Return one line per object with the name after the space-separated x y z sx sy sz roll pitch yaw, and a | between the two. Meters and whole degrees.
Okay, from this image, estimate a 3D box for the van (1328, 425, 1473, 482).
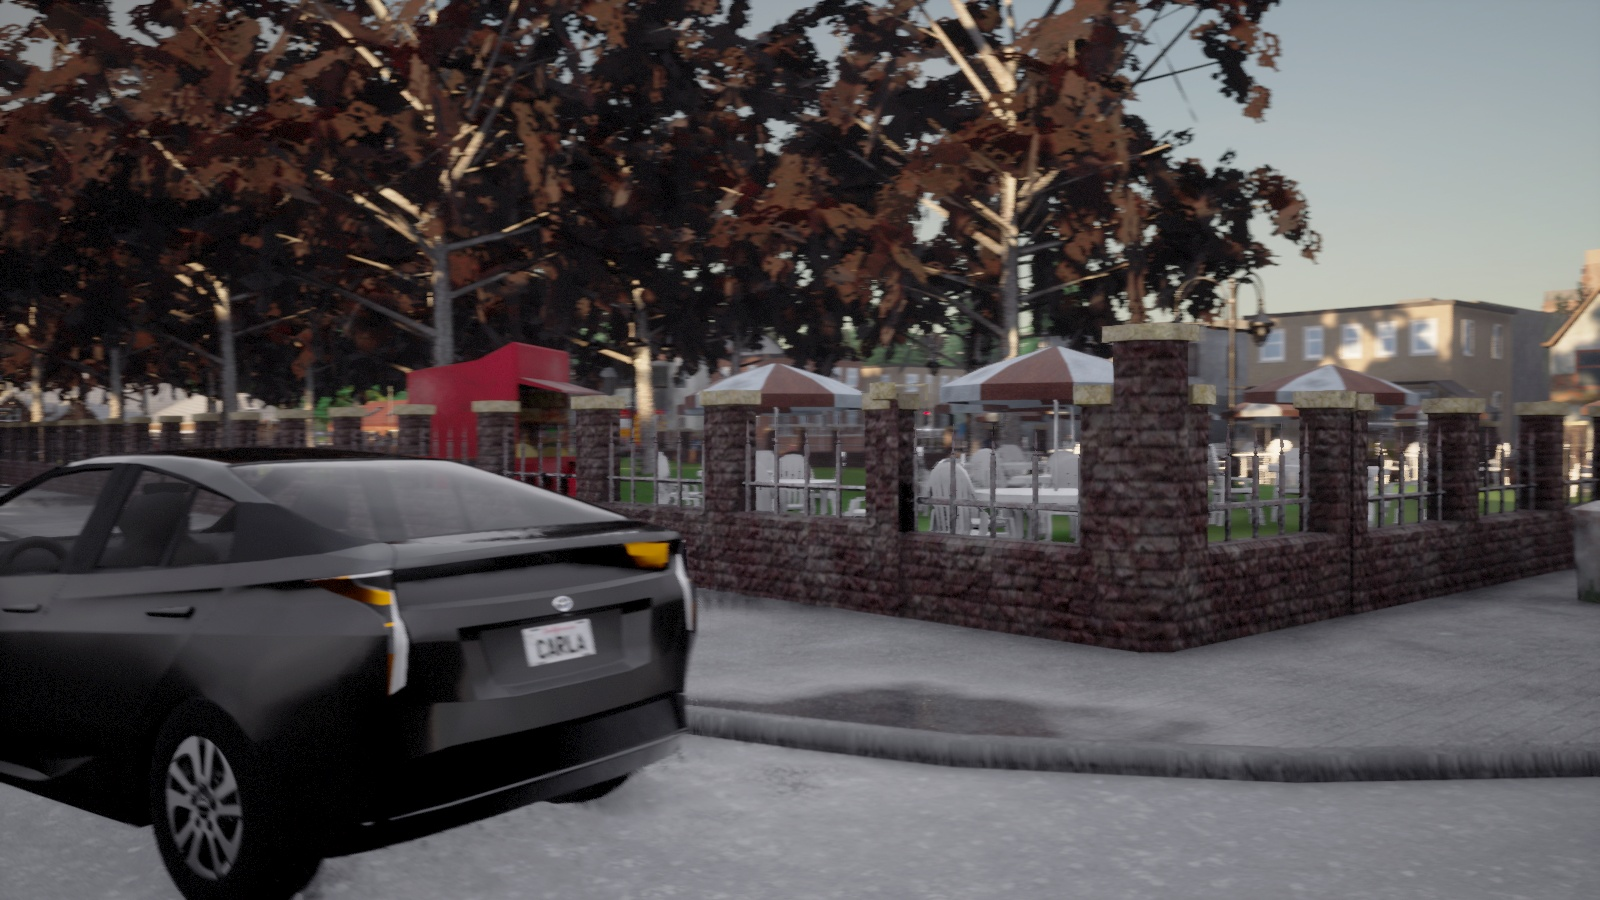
21.940 0.107 46.012 1.775 1.987 4.442 0 1 -43 | van

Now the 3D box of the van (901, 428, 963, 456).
9.968 -0.588 94.554 4.480 2.038 2.069 0 1 -39 | van

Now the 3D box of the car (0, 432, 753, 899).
-2.612 0.691 5.635 4.514 1.525 2.007 1 1 36 | car

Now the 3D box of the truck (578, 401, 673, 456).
-12.744 -1.542 91.149 2.891 3.827 8.468 0 1 -38 | truck
